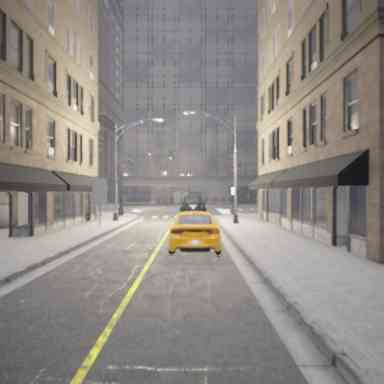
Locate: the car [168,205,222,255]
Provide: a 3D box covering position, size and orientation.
[{"bbox_3d":[0.100,1.516,13.425,1.882,1.535,5.008,0,0,0],"label":"car"}]

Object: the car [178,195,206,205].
[{"bbox_3d":[0.035,1.294,27.725,2.150,2.045,5.566,0,0,-1],"label":"car"}]
